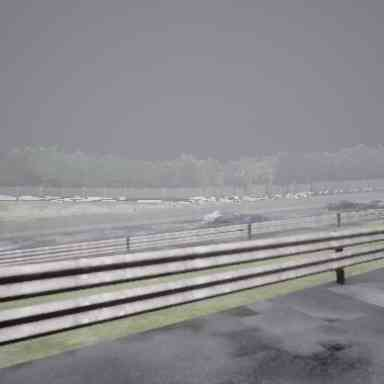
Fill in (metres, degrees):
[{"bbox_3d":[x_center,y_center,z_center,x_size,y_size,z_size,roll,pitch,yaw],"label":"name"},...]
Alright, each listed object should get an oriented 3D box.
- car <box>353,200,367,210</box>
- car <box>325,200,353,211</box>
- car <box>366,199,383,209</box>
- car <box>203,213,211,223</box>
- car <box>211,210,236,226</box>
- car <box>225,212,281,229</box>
[{"bbox_3d":[25.103,1.723,45.976,4.674,1.442,1.812,-3,2,-24],"label":"car"},{"bbox_3d":[21.834,1.831,48.332,5.357,1.411,2.033,-3,2,-24],"label":"car"},{"bbox_3d":[24.738,1.853,41.964,4.674,1.442,1.812,-3,2,-24],"label":"car"},{"bbox_3d":[3.608,2.927,40.030,4.674,1.442,1.812,-3,2,-24],"label":"car"},{"bbox_3d":[5.061,2.918,36.846,4.902,1.511,2.128,-3,2,-24],"label":"car"},{"bbox_3d":[6.511,2.983,33.660,5.357,1.411,2.033,-3,2,-24],"label":"car"}]
